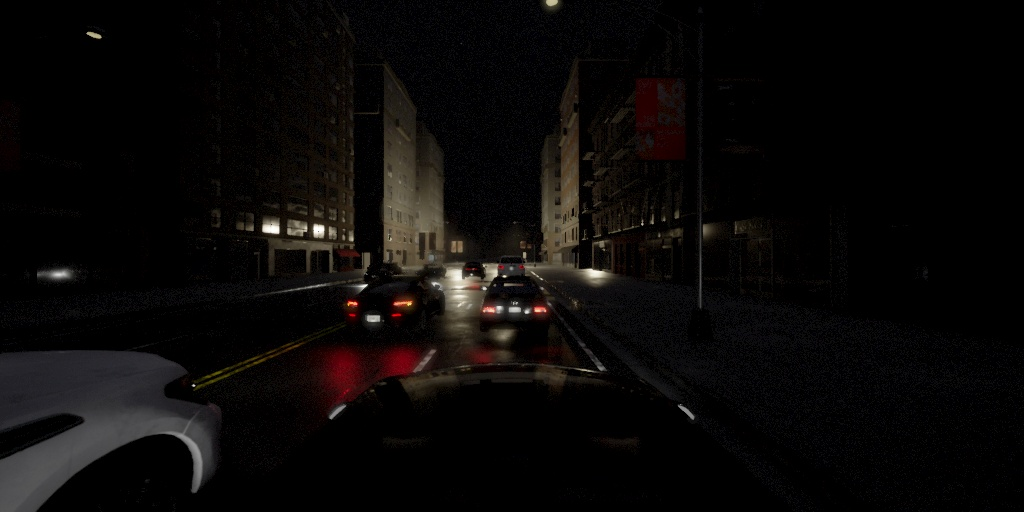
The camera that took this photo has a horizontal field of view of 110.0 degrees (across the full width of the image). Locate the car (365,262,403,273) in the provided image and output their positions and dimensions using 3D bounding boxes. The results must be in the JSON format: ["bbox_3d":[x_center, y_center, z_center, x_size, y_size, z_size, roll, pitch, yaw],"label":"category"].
[{"bbox_3d":[-10.006,1.267,28.229,1.837,1.490,4.892,0,0,0],"label":"car"}]

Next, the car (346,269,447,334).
[{"bbox_3d":[-3.200,1.277,10.558,1.812,1.442,4.674,0,0,0],"label":"car"}]

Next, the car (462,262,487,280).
[{"bbox_3d":[-3.323,1.270,31.716,1.837,1.490,4.892,0,0,-1],"label":"car"}]

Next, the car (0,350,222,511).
[{"bbox_3d":[-3.134,0.973,0.153,2.150,2.045,5.566,0,0,-1],"label":"car"}]

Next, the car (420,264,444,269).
[{"bbox_3d":[-6.769,1.365,30.239,1.895,1.301,4.718,0,0,0],"label":"car"}]

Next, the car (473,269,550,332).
[{"bbox_3d":[0.049,1.299,10.841,2.033,1.411,5.357,0,0,0],"label":"car"}]

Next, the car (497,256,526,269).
[{"bbox_3d":[-0.061,0.985,29.374,2.150,2.045,5.566,0,0,0],"label":"car"}]
